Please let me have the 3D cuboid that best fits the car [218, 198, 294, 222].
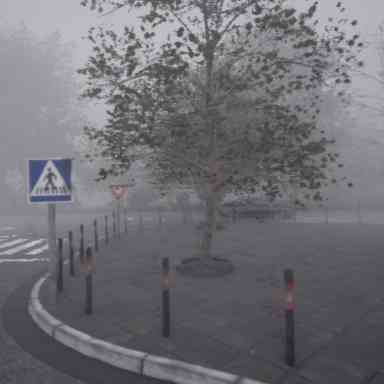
[{"bbox_3d":[4.140,1.156,21.684,4.902,1.511,2.128,-2,0,9],"label":"car"}]
